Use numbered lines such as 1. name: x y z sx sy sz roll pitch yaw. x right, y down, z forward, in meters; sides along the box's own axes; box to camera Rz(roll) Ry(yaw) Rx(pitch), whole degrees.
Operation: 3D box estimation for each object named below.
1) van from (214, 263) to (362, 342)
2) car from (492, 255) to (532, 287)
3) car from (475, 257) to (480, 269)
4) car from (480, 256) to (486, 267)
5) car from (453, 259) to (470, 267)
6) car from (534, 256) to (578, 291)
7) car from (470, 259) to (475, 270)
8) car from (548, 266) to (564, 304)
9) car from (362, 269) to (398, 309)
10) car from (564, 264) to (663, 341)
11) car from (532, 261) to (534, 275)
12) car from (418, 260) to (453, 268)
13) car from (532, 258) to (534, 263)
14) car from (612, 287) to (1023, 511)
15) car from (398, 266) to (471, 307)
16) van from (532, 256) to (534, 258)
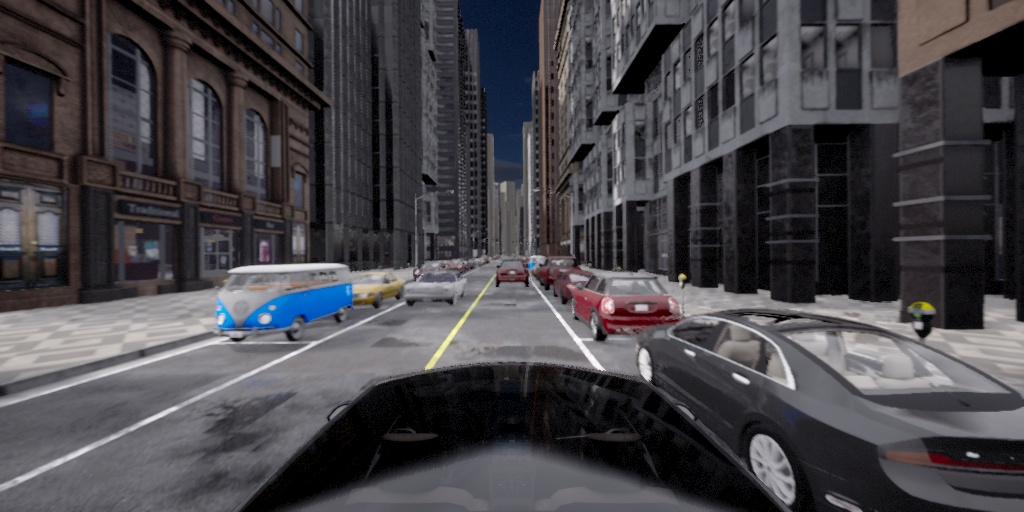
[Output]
1. van: -5.754 1.104 9.566 1.690 1.789 3.998 0 0 0
2. car: 0.022 0.988 23.787 2.097 1.767 4.553 -1 0 0
3. car: -5.917 1.137 48.777 1.948 1.339 4.313 0 0 0
4. car: -5.963 1.069 59.980 2.007 1.370 4.403 0 0 0
5. car: -5.871 1.065 37.574 1.967 1.591 4.097 0 0 0
6. car: 2.724 0.941 20.819 2.192 1.841 5.009 0 0 0
7. car: -5.894 1.180 43.175 1.802 1.307 4.207 0 0 0
8. car: 2.747 1.236 15.217 1.802 1.307 4.207 0 0 0
9. car: -5.777 1.261 14.998 1.751 1.417 4.829 0 0 0
10. car: 2.770 1.122 9.615 1.967 1.591 4.097 0 0 0
11. car: 2.701 1.181 26.421 1.802 1.307 4.207 0 0 0
12. car: -5.824 1.120 26.371 1.967 1.591 4.097 0 0 0
13. car: 2.677 1.097 32.193 1.751 1.417 4.829 0 0 0
14. car: 2.794 1.262 4.013 2.007 1.370 4.403 0 0 0
15. car: -3.118 1.310 15.414 1.895 1.301 4.718 -1 0 0
16. van: 2.654 0.885 37.625 1.690 1.789 3.998 0 0 0
